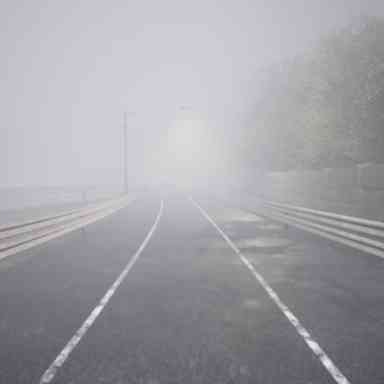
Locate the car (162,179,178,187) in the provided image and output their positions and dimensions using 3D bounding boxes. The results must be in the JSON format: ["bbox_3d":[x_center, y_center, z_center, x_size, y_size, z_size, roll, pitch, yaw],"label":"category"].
[{"bbox_3d":[-5.246,-1.813,80.871,2.033,1.411,5.357,1,3,22],"label":"car"}]

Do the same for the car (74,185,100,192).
[{"bbox_3d":[-16.626,-0.349,52.834,1.837,1.490,4.892,1,3,22],"label":"car"}]

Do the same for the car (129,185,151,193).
[{"bbox_3d":[-8.455,-0.460,54.362,2.128,1.511,4.902,2,4,22],"label":"car"}]

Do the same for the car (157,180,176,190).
[{"bbox_3d":[-5.746,-1.262,70.390,1.994,1.385,4.181,1,3,22],"label":"car"}]
